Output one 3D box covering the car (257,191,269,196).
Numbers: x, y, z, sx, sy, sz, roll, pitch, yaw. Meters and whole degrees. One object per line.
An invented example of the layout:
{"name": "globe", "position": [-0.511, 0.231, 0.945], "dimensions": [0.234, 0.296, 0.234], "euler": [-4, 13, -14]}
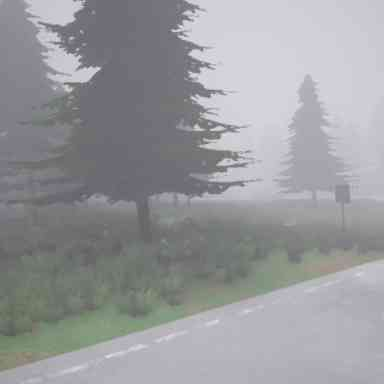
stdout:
{"name": "car", "position": [11.280, 0.528, 48.361], "dimensions": [4.718, 1.301, 1.895], "euler": [-2, 3, 43]}
